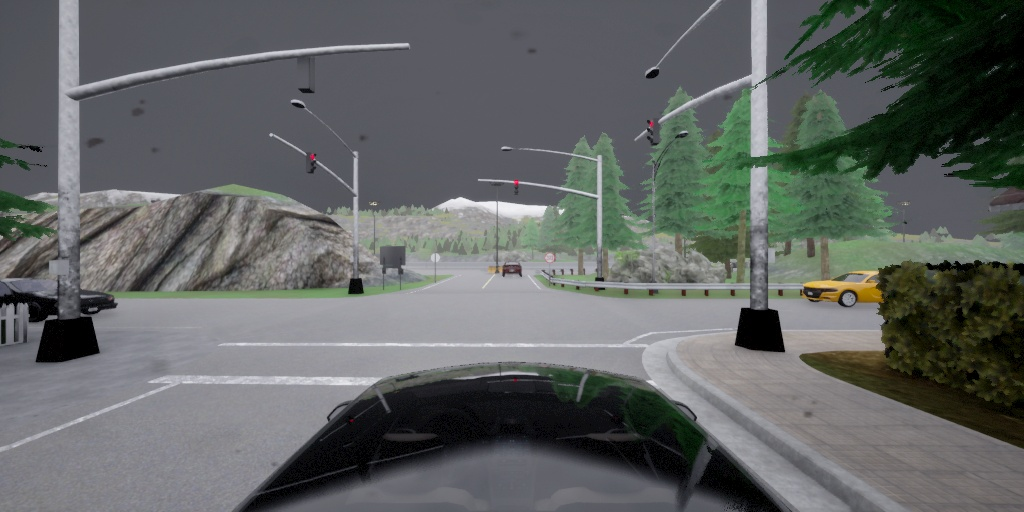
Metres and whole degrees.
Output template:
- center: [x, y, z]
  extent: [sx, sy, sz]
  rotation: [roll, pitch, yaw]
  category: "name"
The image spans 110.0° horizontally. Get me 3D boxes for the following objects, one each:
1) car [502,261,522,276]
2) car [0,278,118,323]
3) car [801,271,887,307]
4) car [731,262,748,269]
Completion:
- center: [0.023, 1.235, 36.931]
  extent: [1.882, 1.535, 5.008]
  rotation: [0, 0, 0]
  category: "car"
- center: [-17.386, 1.489, 12.617]
  extent: [5.357, 1.411, 2.033]
  rotation: [0, 0, 0]
  category: "car"
- center: [15.952, 1.419, 16.162]
  extent: [5.008, 1.535, 1.882]
  rotation: [0, 0, 0]
  category: "car"
- center: [30.880, 1.450, 46.120]
  extent: [4.892, 1.490, 1.837]
  rotation: [0, 0, 0]
  category: "car"
